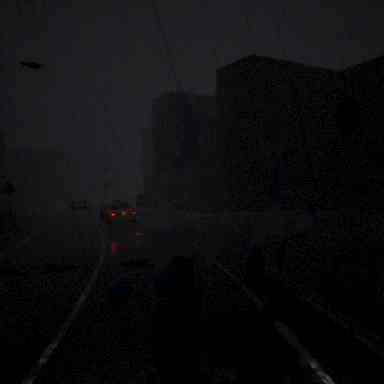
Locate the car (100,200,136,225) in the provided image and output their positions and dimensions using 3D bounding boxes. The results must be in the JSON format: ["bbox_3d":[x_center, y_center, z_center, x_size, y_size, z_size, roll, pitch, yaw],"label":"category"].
[{"bbox_3d":[-5.308,1.346,23.389,1.801,1.575,5.366,-2,1,-23],"label":"car"}]

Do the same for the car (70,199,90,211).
[{"bbox_3d":[-13.551,1.514,40.043,2.033,1.411,5.357,-2,1,-25],"label":"car"}]
